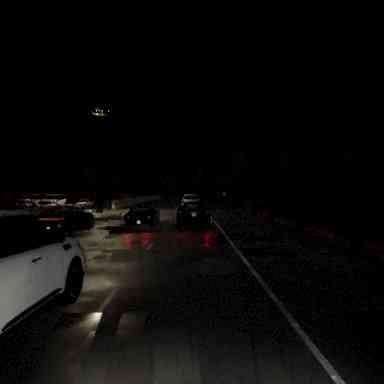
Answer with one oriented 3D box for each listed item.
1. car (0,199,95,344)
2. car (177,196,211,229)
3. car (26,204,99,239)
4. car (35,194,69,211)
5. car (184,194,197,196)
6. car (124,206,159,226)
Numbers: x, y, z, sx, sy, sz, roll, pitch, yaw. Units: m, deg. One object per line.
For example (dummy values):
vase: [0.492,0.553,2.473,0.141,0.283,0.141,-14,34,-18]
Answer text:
car: [-3.399,1.230,4.951,2.150,2.045,5.566,0,0,0]
car: [0.102,1.389,22.031,2.097,1.767,4.553,0,0,0]
car: [-6.897,1.521,18.400,2.128,1.511,4.902,0,0,0]
car: [-17.945,1.294,42.920,2.150,2.045,5.566,0,0,-1]
car: [-0.208,1.287,40.738,2.150,2.045,5.566,0,0,-2]
car: [-3.401,1.639,23.429,1.895,1.301,4.718,0,0,0]
